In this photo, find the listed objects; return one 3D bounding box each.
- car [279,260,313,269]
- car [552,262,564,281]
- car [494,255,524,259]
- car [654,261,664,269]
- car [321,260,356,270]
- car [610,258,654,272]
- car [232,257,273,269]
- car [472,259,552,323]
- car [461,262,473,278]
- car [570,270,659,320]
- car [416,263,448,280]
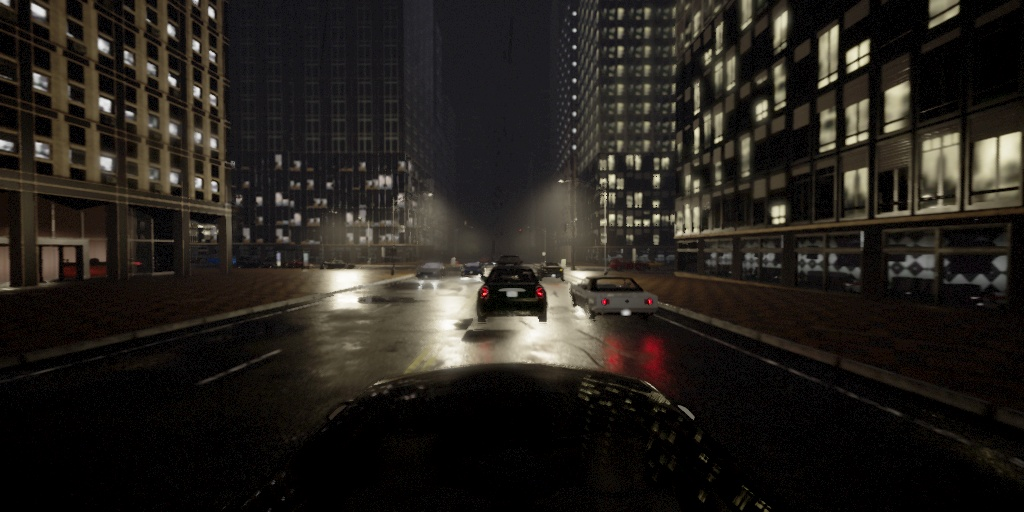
[{"bbox_3d":[-28.921,1.155,48.068,4.207,1.307,1.802,0,0,1],"label":"car"},{"bbox_3d":[3.060,1.222,29.122,1.837,1.490,4.892,0,0,-1],"label":"car"},{"bbox_3d":[-0.198,0.944,29.810,2.150,2.045,5.566,0,0,-1],"label":"car"},{"bbox_3d":[21.210,1.313,56.259,4.829,1.417,1.751,0,0,0],"label":"car"},{"bbox_3d":[-23.235,1.181,47.999,4.313,1.339,1.948,0,0,1],"label":"car"},{"bbox_3d":[15.693,1.204,47.912,5.009,1.841,2.192,0,0,0],"label":"car"},{"bbox_3d":[-34.603,1.097,48.177,4.313,1.339,1.948,0,0,1],"label":"car"},{"bbox_3d":[-0.011,1.095,12.258,2.097,1.767,4.553,0,0,0],"label":"car"},{"bbox_3d":[-3.653,1.288,34.084,1.994,1.385,4.181,0,0,0],"label":"car"},{"bbox_3d":[3.243,1.337,12.469,1.895,1.301,4.718,0,0,-1],"label":"car"},{"bbox_3d":[-6.887,1.281,31.379,2.033,1.411,5.357,0,0,0],"label":"car"}]
